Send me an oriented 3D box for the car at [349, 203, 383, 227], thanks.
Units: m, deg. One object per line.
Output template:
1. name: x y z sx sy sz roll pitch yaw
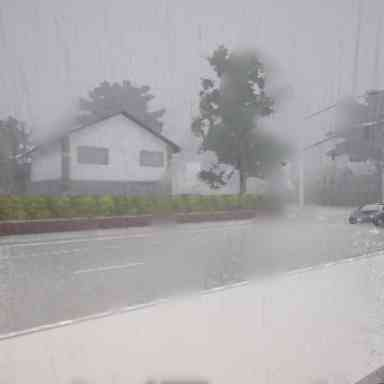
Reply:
1. car: 12.643 1.504 22.711 4.674 1.442 1.812 0 0 -36
